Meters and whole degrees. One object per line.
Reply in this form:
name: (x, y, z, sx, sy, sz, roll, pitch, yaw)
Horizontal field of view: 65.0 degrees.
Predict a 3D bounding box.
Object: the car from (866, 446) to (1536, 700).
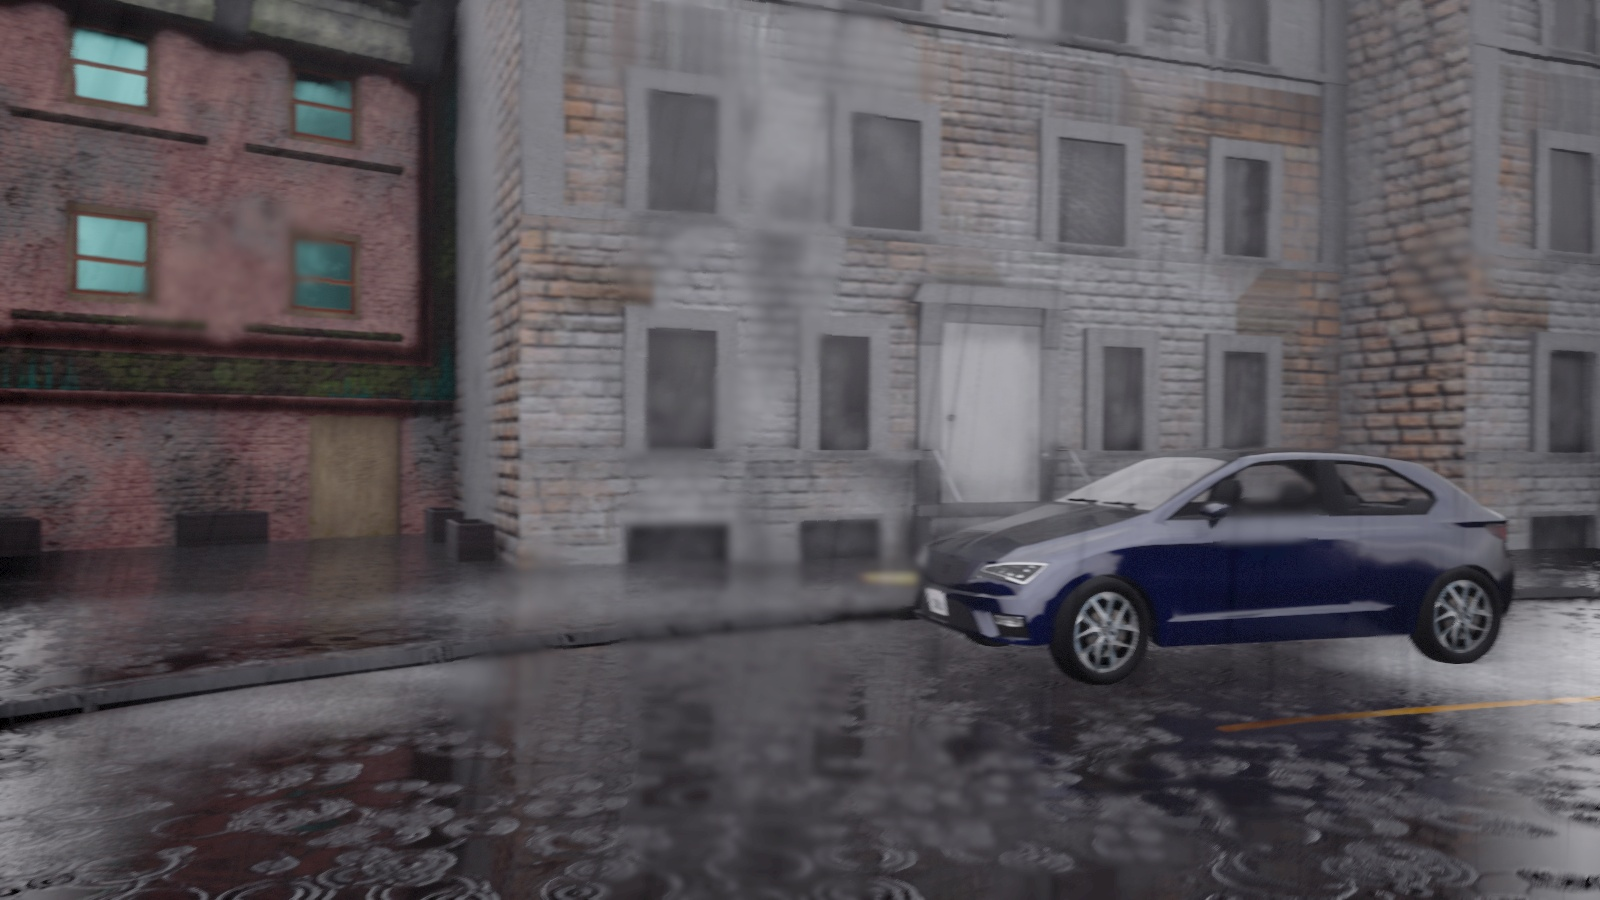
car: (2.752, 0.723, 8.826, 4.193, 1.474, 1.816, 0, 0, -17)
